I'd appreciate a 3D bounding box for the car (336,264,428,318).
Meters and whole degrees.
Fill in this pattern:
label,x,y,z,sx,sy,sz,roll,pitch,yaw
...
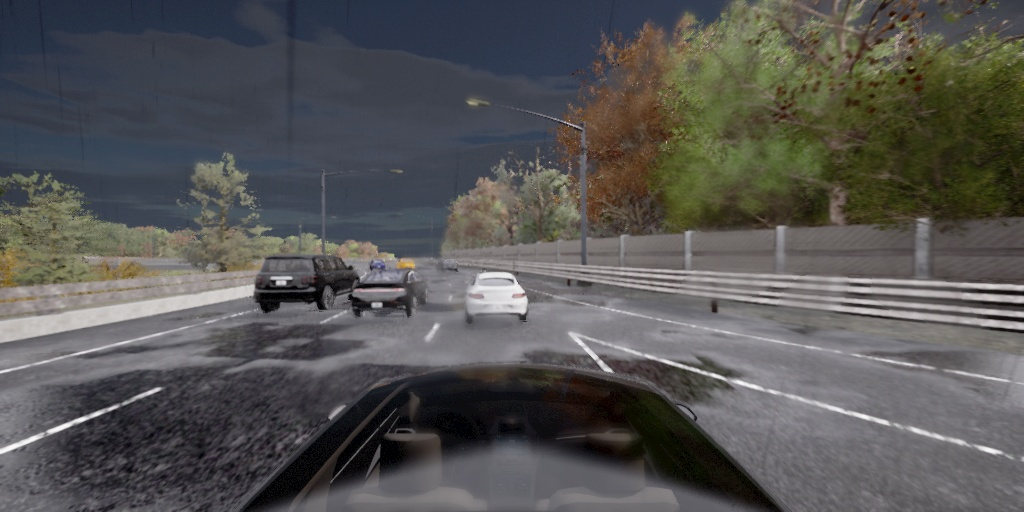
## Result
label,x,y,z,sx,sy,sz,roll,pitch,yaw
car,-4.186,1.217,12.904,2.128,1.511,4.902,0,0,-6

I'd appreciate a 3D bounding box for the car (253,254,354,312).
label,x,y,z,sx,sy,sz,roll,pitch,yaw
car,-7.847,0.957,14.327,2.150,2.045,5.566,0,0,-7

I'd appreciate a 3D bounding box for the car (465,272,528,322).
label,x,y,z,sx,sy,sz,roll,pitch,yaw
car,-0.583,1.240,12.030,1.812,1.442,4.674,0,0,-5

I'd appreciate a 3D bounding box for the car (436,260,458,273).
label,x,y,z,sx,sy,sz,roll,pitch,yaw
car,-7.686,1.181,41.990,2.033,1.411,5.357,0,0,-21

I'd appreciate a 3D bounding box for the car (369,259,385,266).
label,x,y,z,sx,sy,sz,roll,pitch,yaw
car,-18.194,1.177,48.399,1.812,1.442,4.674,0,0,-26

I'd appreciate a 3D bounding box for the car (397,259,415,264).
label,x,y,z,sx,sy,sz,roll,pitch,yaw
car,-14.489,1.113,48.748,1.882,1.535,5.008,0,0,-25
